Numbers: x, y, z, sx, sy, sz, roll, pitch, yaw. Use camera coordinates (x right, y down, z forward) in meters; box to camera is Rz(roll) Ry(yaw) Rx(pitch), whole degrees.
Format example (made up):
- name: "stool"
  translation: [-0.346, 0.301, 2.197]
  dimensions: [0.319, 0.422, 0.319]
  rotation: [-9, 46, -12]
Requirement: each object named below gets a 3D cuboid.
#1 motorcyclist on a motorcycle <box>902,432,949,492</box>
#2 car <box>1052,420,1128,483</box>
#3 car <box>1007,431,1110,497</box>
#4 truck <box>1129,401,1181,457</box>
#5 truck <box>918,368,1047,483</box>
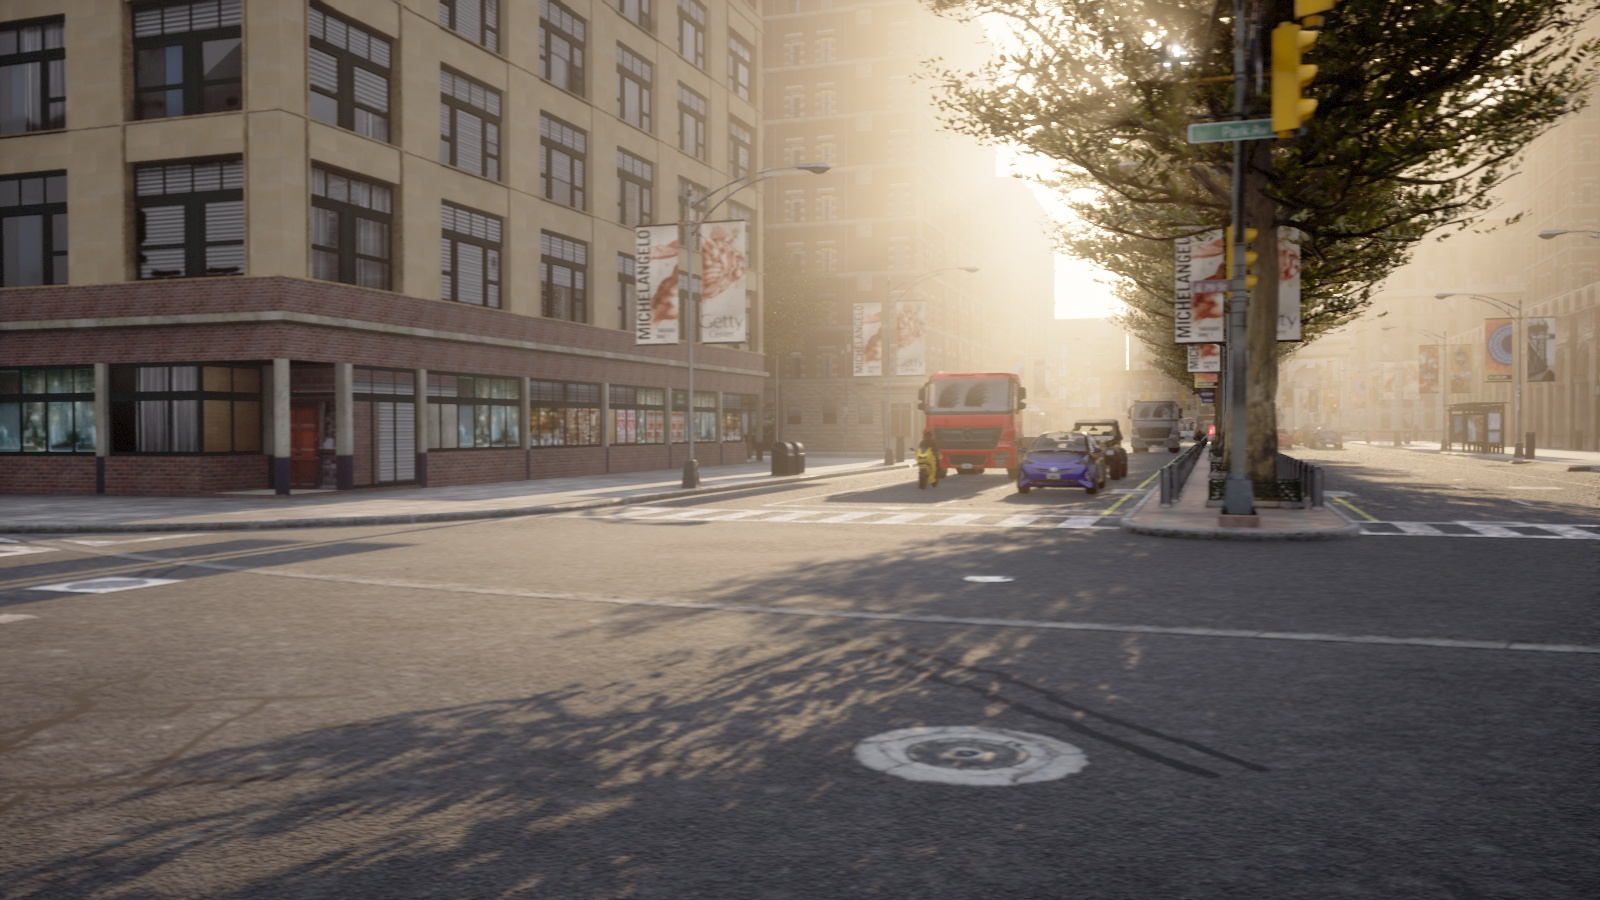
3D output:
- name: "motorcyclist on a motorcycle"
  translation: [3.333, 0.291, 33.148]
  dimensions: [0.797, 1.523, 2.044]
  rotation: [1, 1, 18]
- name: "car"
  translation: [9.225, 0.020, 39.765]
  dimensions: [1.905, 1.878, 3.866]
  rotation: [1, 1, 19]
- name: "car"
  translation: [6.612, 0.290, 31.761]
  dimensions: [2.007, 1.525, 4.514]
  rotation: [1, 1, 18]
- name: "truck"
  translation: [23.363, -1.386, 82.323]
  dimensions: [2.891, 3.462, 7.936]
  rotation: [1, 1, 18]
- name: "truck"
  translation: [6.265, -0.803, 41.946]
  dimensions: [2.891, 3.462, 7.936]
  rotation: [1, 1, 18]
